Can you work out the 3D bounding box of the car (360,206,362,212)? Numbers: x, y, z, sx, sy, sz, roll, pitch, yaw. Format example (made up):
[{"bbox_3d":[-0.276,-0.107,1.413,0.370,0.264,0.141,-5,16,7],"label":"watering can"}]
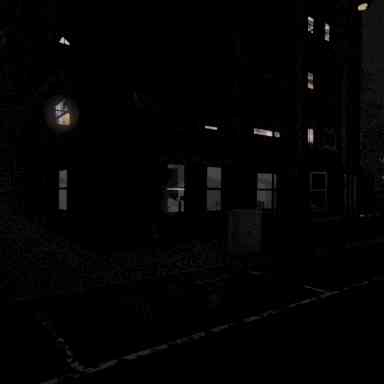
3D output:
[{"bbox_3d":[13.191,1.256,31.808,2.033,1.411,5.357,0,1,-37],"label":"car"}]
